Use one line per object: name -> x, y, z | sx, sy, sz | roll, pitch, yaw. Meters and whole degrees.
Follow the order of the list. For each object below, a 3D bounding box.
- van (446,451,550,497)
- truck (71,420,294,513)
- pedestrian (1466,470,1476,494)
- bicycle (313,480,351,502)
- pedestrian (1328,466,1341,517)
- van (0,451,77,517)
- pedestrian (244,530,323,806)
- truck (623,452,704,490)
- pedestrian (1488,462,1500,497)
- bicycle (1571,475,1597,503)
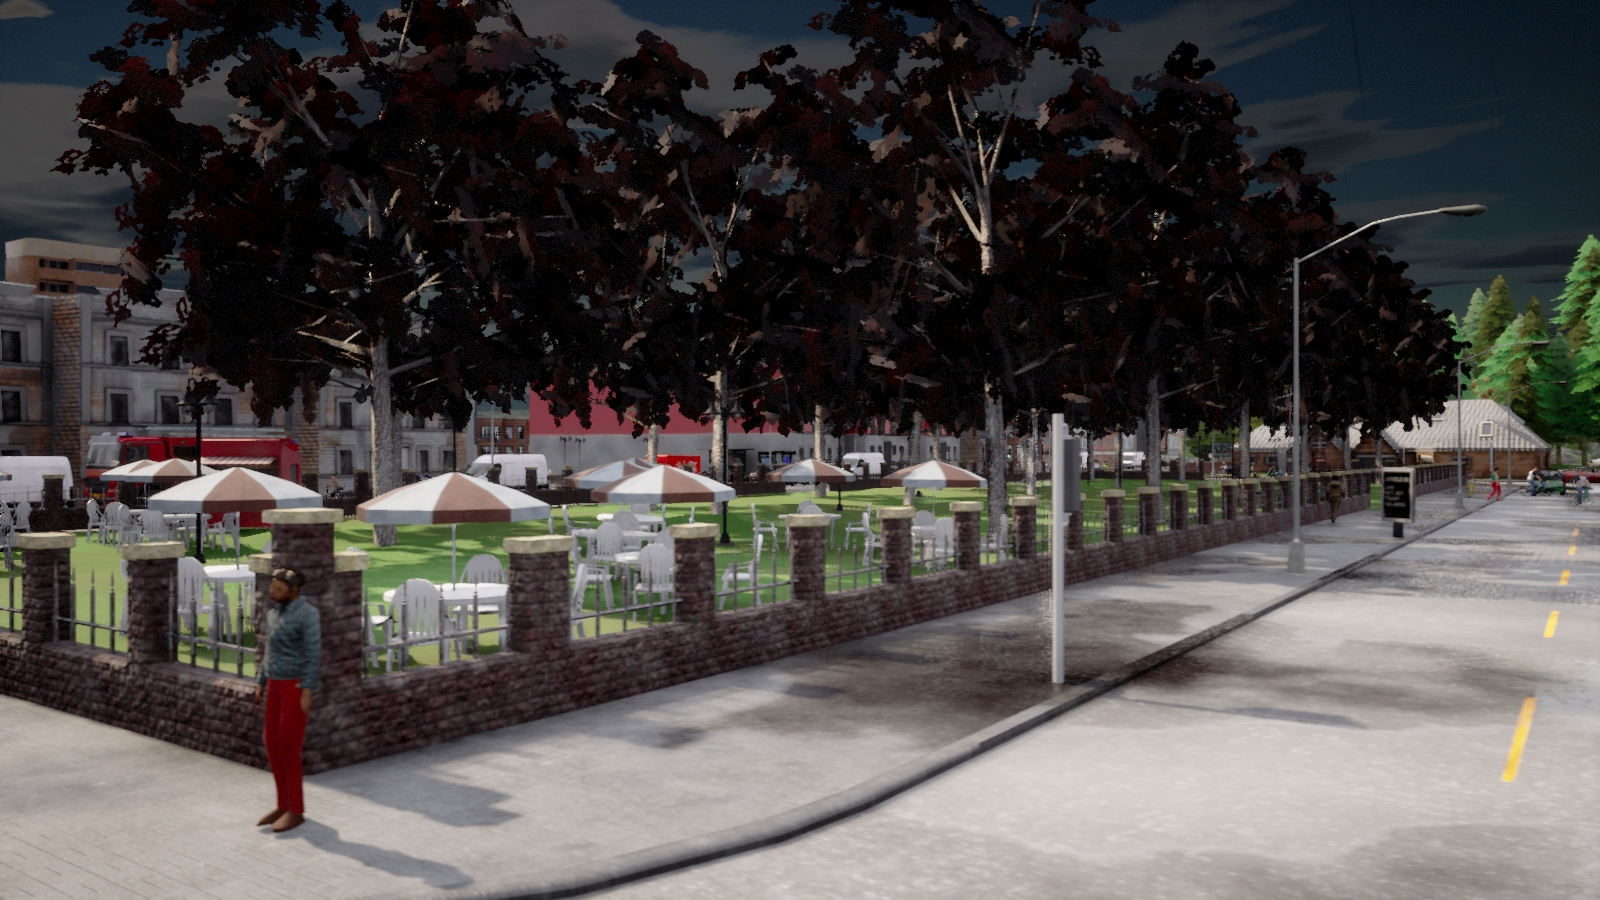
van -> -17.303, 1.314, 65.812 | 1.988, 2.561, 5.915 | 0, 0, 35
truck -> -27.583, 0.670, 51.515 | 2.891, 3.827, 8.468 | 0, 0, 35
pedestrian -> 37.747, 1.804, 64.265 | 0.375, 1.300, 0.375 | 0, 0, 4
bicycle -> -23.354, 2.036, 57.035 | 0.859, 1.080, 1.487 | 0, 0, 35
pedestrian -> 19.620, 1.525, 41.954 | 0.375, 1.860, 0.375 | 0, 0, 35
van -> -32.010, 1.314, 44.747 | 1.988, 2.561, 5.915 | 0, 0, 35
pedestrian -> -3.673, 1.517, 8.124 | 0.375, 1.860, 0.375 | 0, 0, 36
truck -> -9.199, 1.348, 77.394 | 2.627, 2.467, 5.204 | 0, 0, 35
pedestrian -> 36.379, 1.550, 59.893 | 0.375, 1.860, 0.375 | 0, 0, 4
bicycle -> 38.731, 1.936, 56.474 | 0.373, 1.296, 1.643 | 1, 1, 9
